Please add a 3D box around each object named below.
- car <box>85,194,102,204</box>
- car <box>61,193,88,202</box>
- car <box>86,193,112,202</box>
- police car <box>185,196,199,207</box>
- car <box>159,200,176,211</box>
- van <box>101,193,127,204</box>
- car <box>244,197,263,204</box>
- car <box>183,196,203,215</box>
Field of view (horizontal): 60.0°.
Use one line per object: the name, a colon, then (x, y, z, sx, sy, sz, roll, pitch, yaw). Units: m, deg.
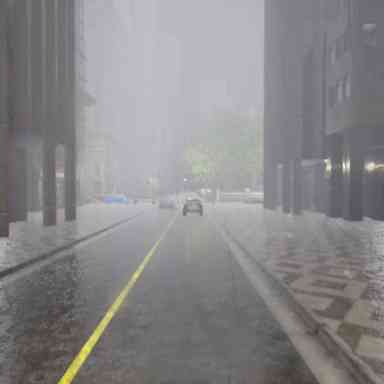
car: (-20.032, 1.497, 63.419, 4.097, 1.590, 1.967, 0, 1, 0)
car: (-25.440, 1.240, 71.968, 5.009, 1.841, 2.192, 0, 1, 0)
car: (-19.999, 1.247, 71.942, 5.009, 1.841, 2.192, 0, 1, 0)
police car: (-0.011, 1.515, 53.755, 2.038, 1.542, 4.974, 0, 0, 0)
car: (-3.036, 1.605, 41.246, 1.895, 1.301, 4.718, 0, 0, 1)
van: (-14.591, 1.405, 63.391, 3.998, 1.788, 1.690, 0, 1, 0)
car: (12.066, 1.681, 63.265, 4.313, 1.339, 1.947, 0, 1, 0)
car: (0.084, 1.430, 33.278, 2.033, 1.649, 4.856, 0, 0, 0)
